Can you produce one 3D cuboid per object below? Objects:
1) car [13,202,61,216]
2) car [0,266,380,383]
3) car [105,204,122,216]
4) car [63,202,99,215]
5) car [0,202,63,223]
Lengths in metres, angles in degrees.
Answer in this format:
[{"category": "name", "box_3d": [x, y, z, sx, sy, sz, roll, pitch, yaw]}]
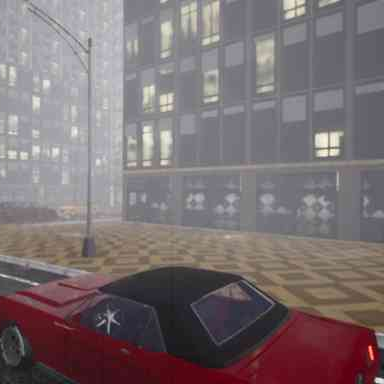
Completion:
[{"category": "car", "box_3d": [-18.295, 2.008, 39.472, 1.752, 1.417, 4.829, 0, -1, 37]}, {"category": "car", "box_3d": [-0.506, 1.626, 4.050, 4.718, 1.301, 1.895, -1, 0, 36]}, {"category": "car", "box_3d": [-7.999, 2.114, 39.284, 1.752, 1.417, 4.829, 0, -1, 37]}, {"category": "car", "box_3d": [-13.851, 2.011, 41.095, 1.882, 1.535, 5.008, 0, 0, 37]}, {"category": "car", "box_3d": [-14.821, 1.804, 30.090, 2.192, 1.841, 5.009, 0, -1, 37]}]
